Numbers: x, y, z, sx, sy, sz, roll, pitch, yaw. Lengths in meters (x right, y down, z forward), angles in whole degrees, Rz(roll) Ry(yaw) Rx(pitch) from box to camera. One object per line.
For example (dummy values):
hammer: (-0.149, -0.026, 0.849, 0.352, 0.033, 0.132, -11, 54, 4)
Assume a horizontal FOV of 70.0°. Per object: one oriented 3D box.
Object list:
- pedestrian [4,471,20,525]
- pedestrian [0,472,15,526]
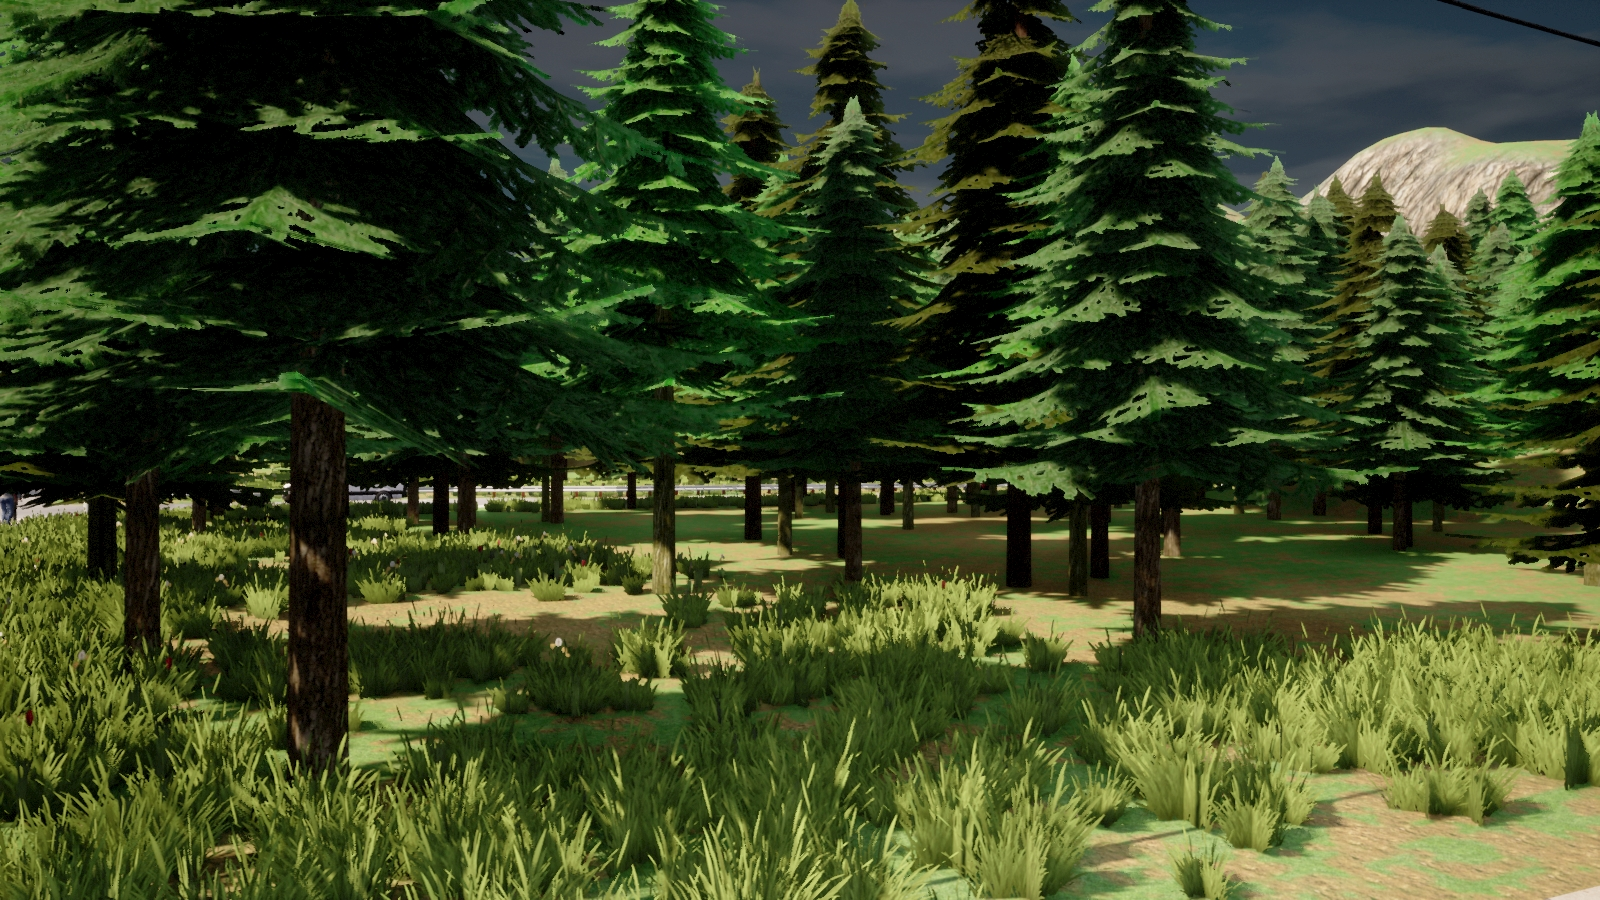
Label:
pedestrian: (-27.935, 1.695, 40.496, 0.375, 1.860, 0.375, 0, 0, -19)
pedestrian: (-27.436, 1.695, 39.508, 0.375, 1.860, 0.375, 0, 0, -9)
